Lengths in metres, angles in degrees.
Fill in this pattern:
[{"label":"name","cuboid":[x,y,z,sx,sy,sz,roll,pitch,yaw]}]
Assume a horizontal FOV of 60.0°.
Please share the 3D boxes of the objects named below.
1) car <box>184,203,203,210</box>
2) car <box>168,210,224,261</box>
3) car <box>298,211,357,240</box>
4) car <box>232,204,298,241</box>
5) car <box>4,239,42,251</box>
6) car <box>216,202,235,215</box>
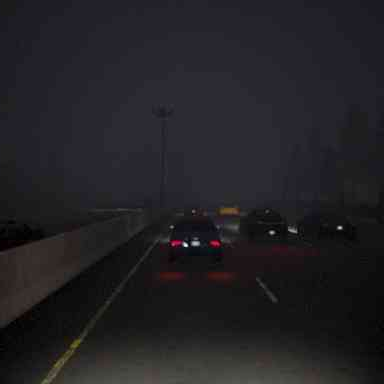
[{"label":"car","cuboid":[0.143,1.836,33.942,1.994,1.385,4.181,0,0,0]},{"label":"car","cuboid":[0.114,1.650,12.707,2.033,1.411,5.357,0,0,0]},{"label":"car","cuboid":[7.121,1.713,18.019,1.994,1.385,4.181,0,0,0]},{"label":"car","cuboid":[3.621,1.634,17.438,2.128,1.511,4.902,0,0,0]},{"label":"car","cuboid":[-7.089,1.690,11.652,1.895,1.301,4.718,0,0,0]},{"label":"car","cuboid":[3.645,1.759,34.871,1.882,1.535,5.008,0,0,0]}]
